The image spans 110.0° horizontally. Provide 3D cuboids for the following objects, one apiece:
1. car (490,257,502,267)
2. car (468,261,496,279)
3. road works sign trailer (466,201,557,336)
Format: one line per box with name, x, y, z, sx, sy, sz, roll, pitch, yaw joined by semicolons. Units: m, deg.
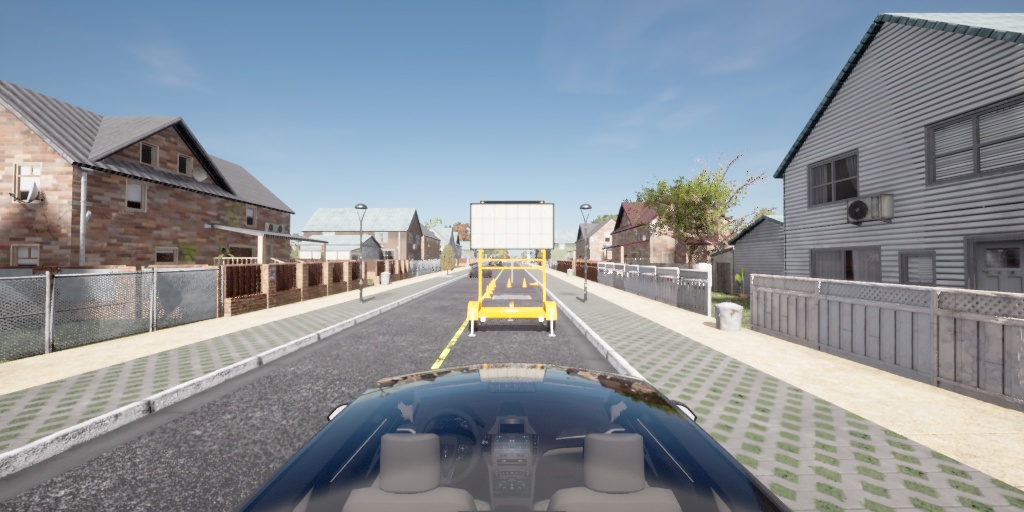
car;-2.798;1.122;61.200;2.150;2.045;5.566;0;0;0
car;-2.874;1.365;33.580;1.994;1.385;4.181;0;0;0
road works sign trailer;0.007;0.220;10.362;2.380;3.560;2.880;0;0;0
